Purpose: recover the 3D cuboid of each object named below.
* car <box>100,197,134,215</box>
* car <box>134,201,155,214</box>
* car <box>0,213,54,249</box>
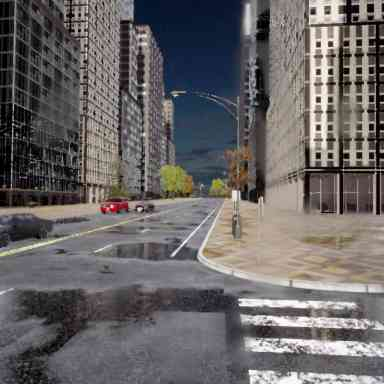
[{"bbox_3d":[-9.297,1.632,40.653,2.150,2.045,5.566,0,-1,6],"label":"car"},{"bbox_3d":[-5.911,1.944,41.716,2.128,1.511,4.902,0,-1,6],"label":"car"},{"bbox_3d":[-8.702,1.724,15.904,2.033,1.411,5.357,0,-1,6],"label":"car"}]
